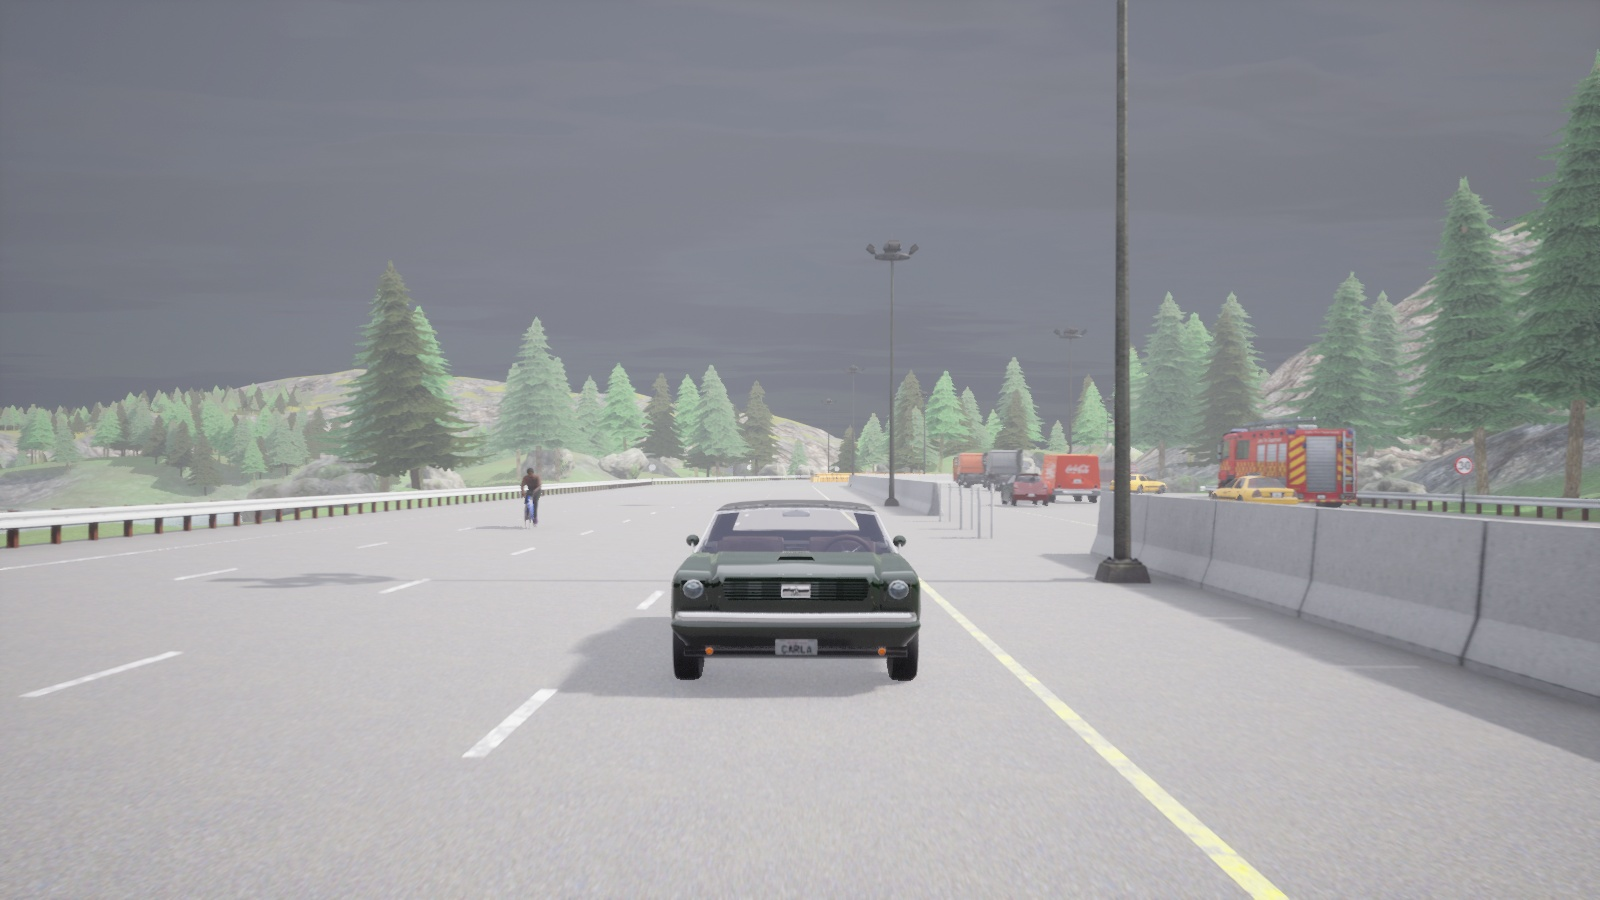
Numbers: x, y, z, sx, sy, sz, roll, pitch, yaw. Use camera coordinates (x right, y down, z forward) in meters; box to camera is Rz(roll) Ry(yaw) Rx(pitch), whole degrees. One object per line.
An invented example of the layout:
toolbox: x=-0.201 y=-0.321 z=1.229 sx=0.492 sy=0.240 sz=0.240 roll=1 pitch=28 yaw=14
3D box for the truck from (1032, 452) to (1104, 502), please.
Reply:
truck: x=13.846 y=1.369 z=65.264 sx=2.627 sy=2.467 sz=5.204 roll=0 pitch=-1 yaw=0

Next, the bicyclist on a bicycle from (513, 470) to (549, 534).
bicyclist on a bicycle: x=-7.078 y=1.350 z=33.086 sx=0.582 sy=1.620 sz=1.656 roll=0 pitch=0 yaw=0

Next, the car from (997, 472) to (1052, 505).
car: x=10.364 y=1.762 z=58.202 sx=1.845 sy=1.501 sz=3.633 roll=0 pitch=-1 yaw=0

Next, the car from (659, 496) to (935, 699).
car: x=-0.025 y=1.099 z=11.002 sx=1.895 sy=1.301 sz=4.718 roll=0 pitch=-1 yaw=0

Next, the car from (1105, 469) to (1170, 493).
car: x=23.305 y=2.110 z=86.568 sx=5.366 sy=1.575 sz=1.801 roll=1 pitch=-1 yaw=-45

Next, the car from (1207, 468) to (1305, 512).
car: x=17.387 y=1.491 z=48.195 sx=1.801 sy=1.575 sz=5.366 roll=0 pitch=-1 yaw=0

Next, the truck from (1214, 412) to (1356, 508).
truck: x=20.867 y=0.481 z=54.658 sx=2.891 sy=3.827 sz=8.468 roll=0 pitch=-1 yaw=0
